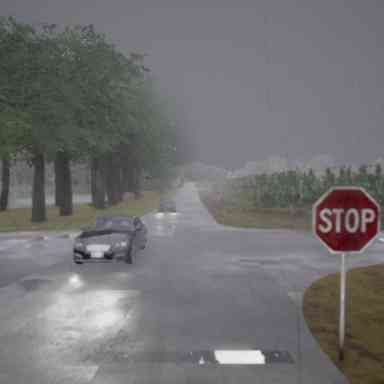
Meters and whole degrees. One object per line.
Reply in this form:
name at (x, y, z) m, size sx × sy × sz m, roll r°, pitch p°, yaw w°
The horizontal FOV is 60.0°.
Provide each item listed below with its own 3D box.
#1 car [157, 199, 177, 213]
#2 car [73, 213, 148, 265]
car at (-2.743, 1.525, 37.434) m, size 1.837 × 1.490 × 4.892 m, roll 0°, pitch 1°, yaw 0°
car at (-2.749, 1.561, 12.091) m, size 2.128 × 1.511 × 4.902 m, roll 0°, pitch 0°, yaw 0°
